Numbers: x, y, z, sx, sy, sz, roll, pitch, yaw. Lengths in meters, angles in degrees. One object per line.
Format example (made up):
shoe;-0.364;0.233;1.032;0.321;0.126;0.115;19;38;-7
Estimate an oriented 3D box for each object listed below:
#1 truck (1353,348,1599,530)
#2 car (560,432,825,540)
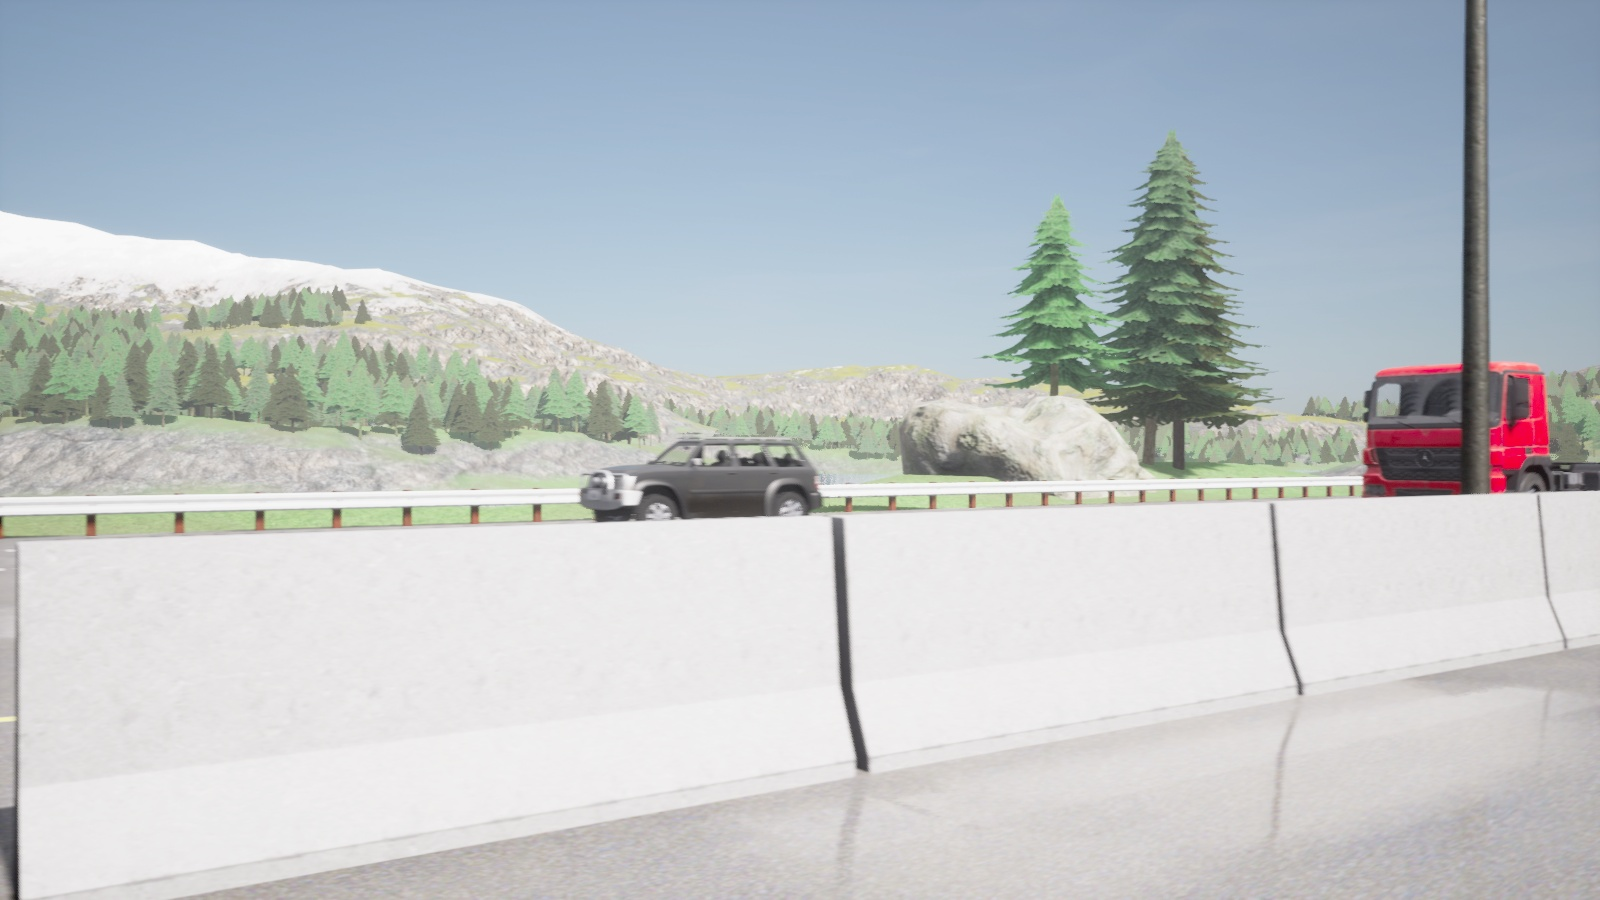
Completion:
truck;15.662;-0.203;27.353;7.936;3.462;2.891;0;0;-35
car;-1.962;0.623;23.614;4.605;1.855;1.932;0;0;-35
